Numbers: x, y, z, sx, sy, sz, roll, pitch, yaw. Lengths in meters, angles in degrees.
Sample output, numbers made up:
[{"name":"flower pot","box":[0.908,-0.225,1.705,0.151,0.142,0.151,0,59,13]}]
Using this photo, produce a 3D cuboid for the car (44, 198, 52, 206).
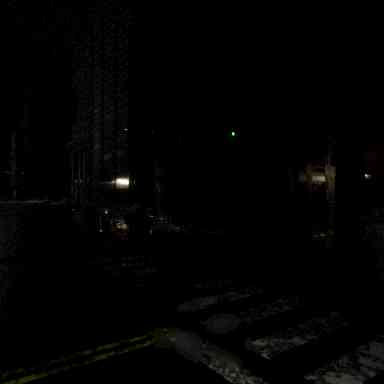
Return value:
[{"name":"car","box":[-26.467,1.801,62.431,2.128,1.511,4.902,1,-1,-36]}]

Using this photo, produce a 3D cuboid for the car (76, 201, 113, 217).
[{"name":"car","box":[-9.327,1.618,32.701,2.128,1.511,4.902,1,-1,-35]}]

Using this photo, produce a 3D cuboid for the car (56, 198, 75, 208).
[{"name":"car","box":[-20.676,1.788,54.255,1.812,1.442,4.674,1,-1,-35]}]

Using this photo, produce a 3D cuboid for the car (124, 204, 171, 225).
[{"name":"car","box":[-3.386,1.606,24.331,1.812,1.442,4.674,1,-1,-37]}]

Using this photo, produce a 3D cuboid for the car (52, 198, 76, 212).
[{"name":"car","box":[-15.469,1.723,41.395,2.033,1.411,5.357,1,-1,-34]}]
